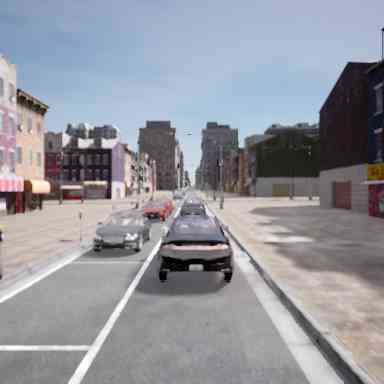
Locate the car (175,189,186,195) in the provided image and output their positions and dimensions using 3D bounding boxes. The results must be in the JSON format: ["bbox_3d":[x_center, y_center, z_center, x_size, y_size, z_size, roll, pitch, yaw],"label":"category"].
[{"bbox_3d":[-2.632,0.656,62.520,2.008,1.369,4.403,1,1,0],"label":"car"}]

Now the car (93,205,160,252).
[{"bbox_3d":[-2.633,1.456,13.283,2.008,1.369,4.403,1,0,0],"label":"car"}]

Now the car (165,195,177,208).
[{"bbox_3d":[-2.631,1.245,29.889,1.887,1.381,4.507,1,1,0],"label":"car"}]

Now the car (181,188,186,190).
[{"bbox_3d":[-2.632,0.523,67.997,1.752,1.417,4.829,1,1,0],"label":"car"}]

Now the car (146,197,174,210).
[{"bbox_3d":[-2.632,1.324,24.354,1.887,1.381,4.507,1,1,0],"label":"car"}]

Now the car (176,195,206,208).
[{"bbox_3d":[0.077,1.250,25.752,2.128,1.511,4.902,0,1,0],"label":"car"}]

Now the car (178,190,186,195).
[{"bbox_3d":[-2.636,0.107,90.758,1.947,1.339,4.313,1,1,0],"label":"car"}]

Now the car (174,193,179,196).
[{"bbox_3d":[-2.630,1.139,35.253,1.752,1.417,4.829,1,1,0],"label":"car"}]

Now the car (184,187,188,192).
[{"bbox_3d":[-2.635,0.199,85.111,1.887,1.381,4.507,1,1,0],"label":"car"}]

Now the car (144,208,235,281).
[{"bbox_3d":[0.082,1.425,9.643,2.128,1.511,4.902,0,0,0],"label":"car"}]
